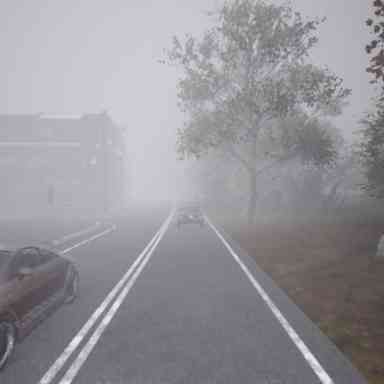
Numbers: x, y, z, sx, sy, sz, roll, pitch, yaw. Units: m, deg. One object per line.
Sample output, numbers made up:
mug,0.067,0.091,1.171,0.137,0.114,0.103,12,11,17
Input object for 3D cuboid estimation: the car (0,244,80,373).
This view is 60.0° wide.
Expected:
car,-3.369,1.592,5.402,1.994,1.385,4.181,0,0,0

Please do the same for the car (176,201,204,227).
car,-0.148,1.648,23.683,2.033,1.411,5.357,0,0,-1
